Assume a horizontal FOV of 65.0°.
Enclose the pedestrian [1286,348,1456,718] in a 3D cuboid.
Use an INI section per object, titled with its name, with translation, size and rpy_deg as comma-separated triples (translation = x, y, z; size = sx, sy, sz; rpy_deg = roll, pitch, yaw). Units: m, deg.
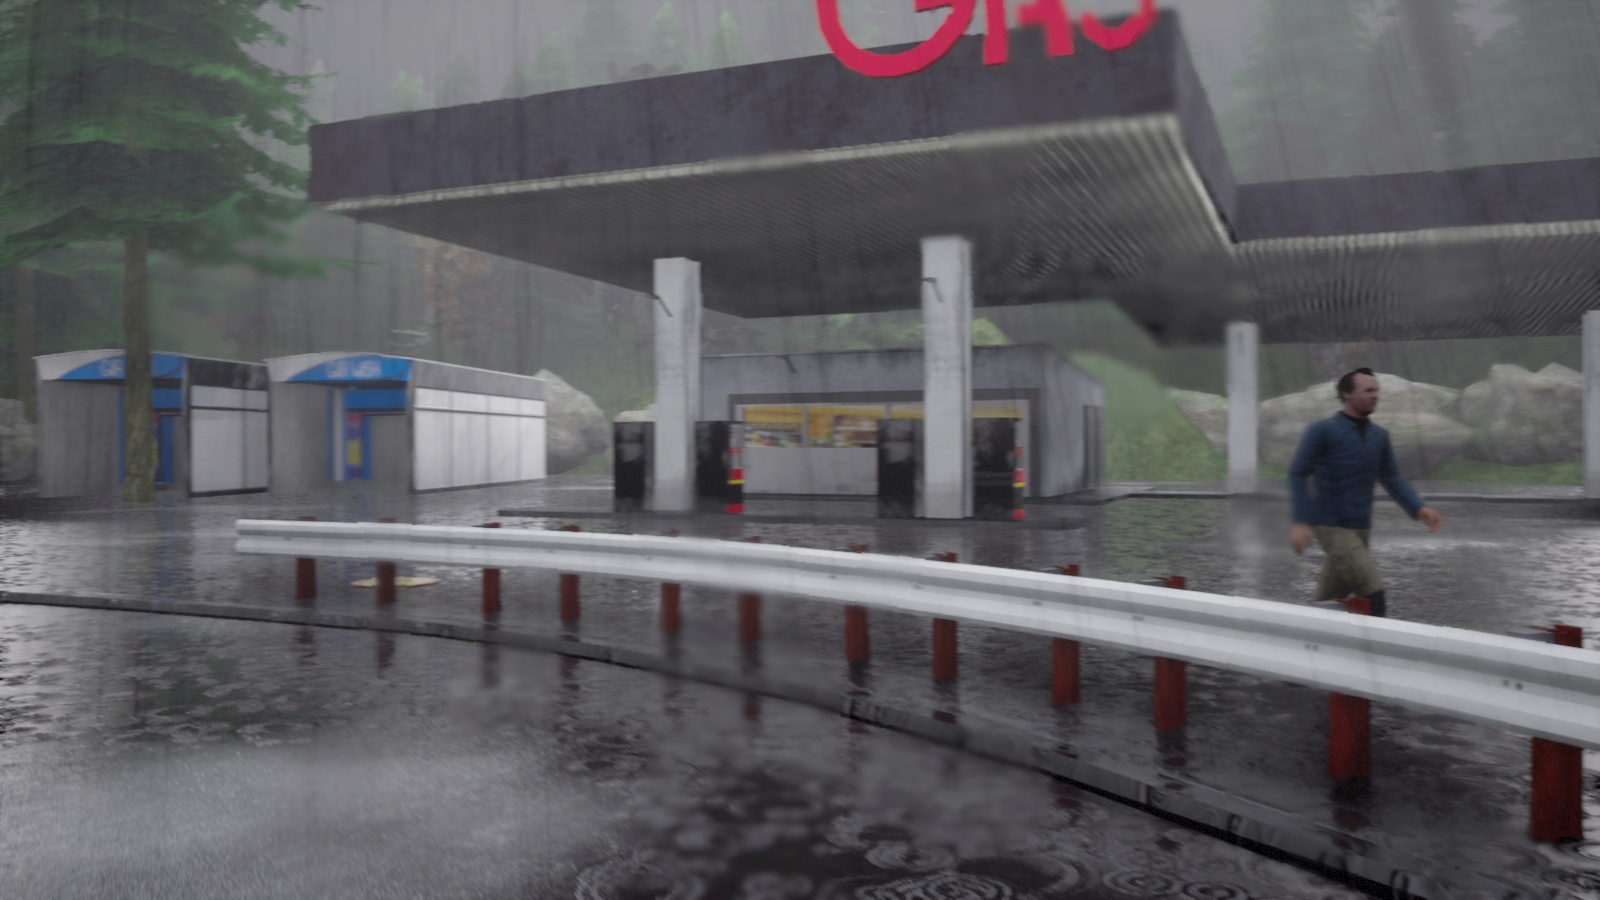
[pedestrian]
translation = 3.016, 0.410, 6.664
size = 0.402, 1.842, 0.726
rpy_deg = 0, 0, -28
